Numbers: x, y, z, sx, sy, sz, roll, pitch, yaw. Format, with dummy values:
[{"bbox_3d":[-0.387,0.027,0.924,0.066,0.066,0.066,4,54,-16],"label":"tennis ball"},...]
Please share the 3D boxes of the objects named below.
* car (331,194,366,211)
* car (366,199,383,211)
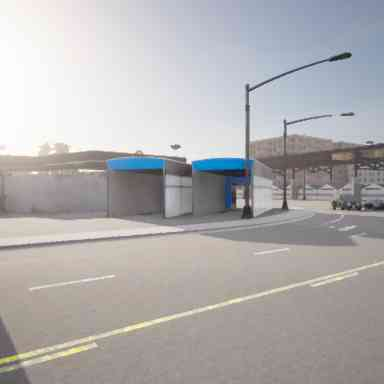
[{"bbox_3d":[18.597,1.282,40.241,2.150,2.045,5.566,0,0,8],"label":"car"},{"bbox_3d":[22.070,1.554,39.804,2.033,1.411,5.357,0,0,8],"label":"car"}]
